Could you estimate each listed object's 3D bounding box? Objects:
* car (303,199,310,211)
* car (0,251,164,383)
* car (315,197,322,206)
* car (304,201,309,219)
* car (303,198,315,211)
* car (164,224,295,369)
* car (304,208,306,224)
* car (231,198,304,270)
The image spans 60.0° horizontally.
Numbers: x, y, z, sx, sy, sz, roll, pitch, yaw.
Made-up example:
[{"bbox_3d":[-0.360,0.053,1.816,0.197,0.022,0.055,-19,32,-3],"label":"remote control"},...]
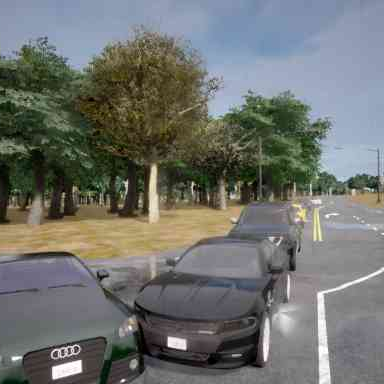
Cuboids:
[{"bbox_3d":[9.939,1.729,31.476,1.812,1.442,4.674,-1,0,21],"label":"car"},{"bbox_3d":[-2.320,1.643,4.992,1.994,1.385,4.181,2,-2,-33],"label":"car"},{"bbox_3d":[22.510,1.736,60.671,1.812,1.442,4.674,-1,0,28],"label":"car"},{"bbox_3d":[7.192,1.665,24.104,1.882,1.535,5.008,-1,0,20],"label":"car"},{"bbox_3d":[14.725,1.583,43.975,2.097,1.767,4.553,-1,0,22],"label":"car"},{"bbox_3d":[0.724,1.613,6.295,1.882,1.535,5.008,-1,-2,21],"label":"car"},{"bbox_3d":[5.053,1.775,18.346,1.895,1.301,4.718,-1,0,21],"label":"car"},{"bbox_3d":[2.835,1.460,12.438,2.150,2.045,5.566,-2,0,20],"label":"car"}]
